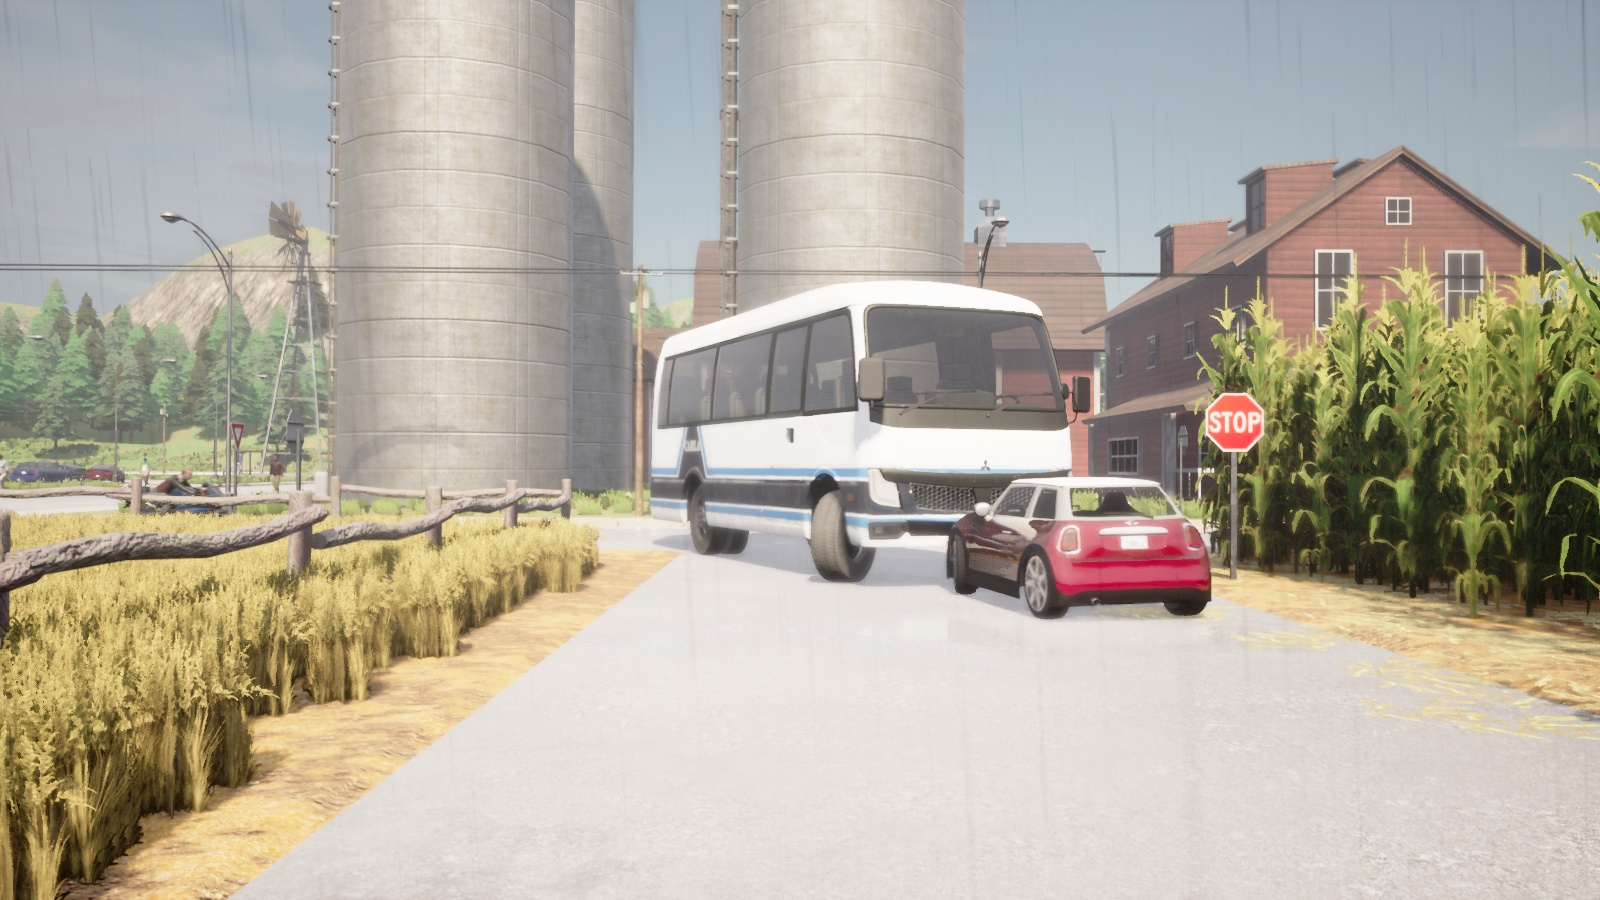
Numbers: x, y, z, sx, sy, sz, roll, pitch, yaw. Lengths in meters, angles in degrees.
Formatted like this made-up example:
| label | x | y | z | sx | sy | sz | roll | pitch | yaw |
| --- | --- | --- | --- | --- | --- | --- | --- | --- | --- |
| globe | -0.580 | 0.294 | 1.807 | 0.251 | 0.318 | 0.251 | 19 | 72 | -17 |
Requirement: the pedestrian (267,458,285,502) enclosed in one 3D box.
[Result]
| label | x | y | z | sx | sy | sz | roll | pitch | yaw |
| --- | --- | --- | --- | --- | --- | --- | --- | --- | --- |
| pedestrian | -22.176 | 1.254 | 53.132 | 0.431 | 1.840 | 0.703 | 0 | -1 | 3 |

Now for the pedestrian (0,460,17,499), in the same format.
| label | x | y | z | sx | sy | sz | roll | pitch | yaw |
| --- | --- | --- | --- | --- | --- | --- | --- | --- | --- |
| pedestrian | -38.175 | 1.406 | 60.087 | 0.874 | 1.855 | 0.900 | 0 | -1 | -2 |

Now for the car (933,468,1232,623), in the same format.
| label | x | y | z | sx | sy | sz | roll | pitch | yaw |
| --- | --- | --- | --- | --- | --- | --- | --- | --- | --- |
| car | 3.077 | 0.979 | 14.578 | 1.970 | 1.475 | 3.806 | -1 | 0 | -12 |

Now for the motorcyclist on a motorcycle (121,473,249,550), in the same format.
| label | x | y | z | sx | sy | sz | roll | pitch | yaw |
| --- | --- | --- | --- | --- | --- | --- | --- | --- | --- |
| motorcyclist on a motorcycle | -12.595 | 1.248 | 25.753 | 2.191 | 1.530 | 0.866 | 0 | -1 | 0 |

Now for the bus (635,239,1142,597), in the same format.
| label | x | y | z | sx | sy | sz | roll | pitch | yaw |
| --- | --- | --- | --- | --- | --- | --- | --- | --- | --- |
| bus | 0.631 | -0.292 | 20.392 | 3.944 | 4.253 | 10.273 | 0 | -1 | -23 |

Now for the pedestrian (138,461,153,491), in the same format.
| label | x | y | z | sx | sy | sz | roll | pitch | yaw |
| --- | --- | --- | --- | --- | --- | --- | --- | --- | --- |
| pedestrian | -42.458 | 1.704 | 81.491 | 0.659 | 1.952 | 0.873 | 0 | -1 | -15 |

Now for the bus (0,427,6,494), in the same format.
| label | x | y | z | sx | sy | sz | roll | pitch | yaw |
| --- | --- | --- | --- | --- | --- | --- | --- | --- | --- |
| bus | -52.439 | 0.614 | 74.486 | 3.944 | 4.253 | 10.273 | 0 | -1 | 2 |
